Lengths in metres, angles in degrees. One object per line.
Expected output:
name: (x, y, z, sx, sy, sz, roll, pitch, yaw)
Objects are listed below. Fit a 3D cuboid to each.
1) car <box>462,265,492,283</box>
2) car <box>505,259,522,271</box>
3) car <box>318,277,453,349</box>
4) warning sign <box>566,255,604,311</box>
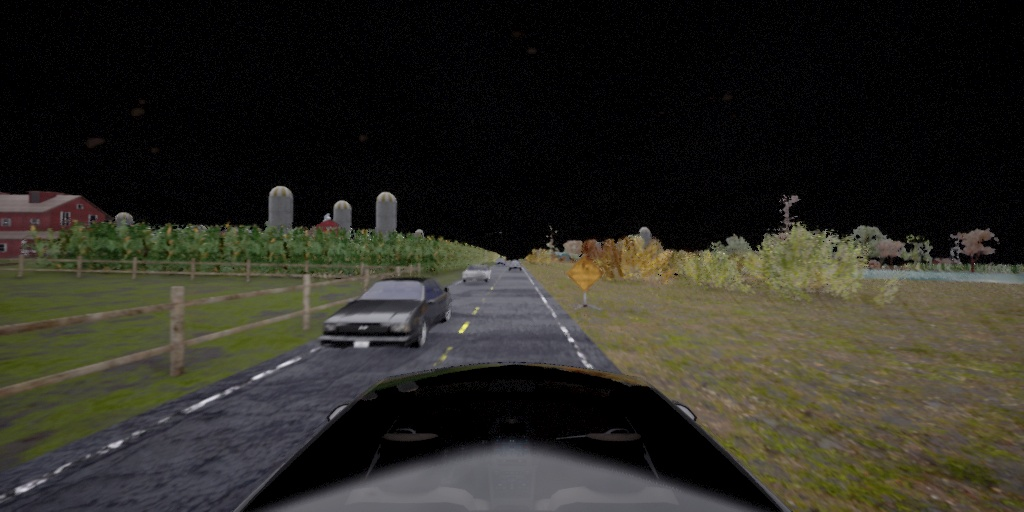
car: (-2.626, 1.339, 27.552, 1.895, 1.301, 4.718, 0, 0, 1)
car: (0.467, 1.343, 50.673, 2.033, 1.411, 5.357, 0, 0, 1)
car: (-2.805, 1.276, 9.396, 2.033, 1.411, 5.357, 0, 0, 0)
warning sign: (2.516, 0.882, 12.400, 1.300, 1.860, 1.060, 0, 0, 0)
